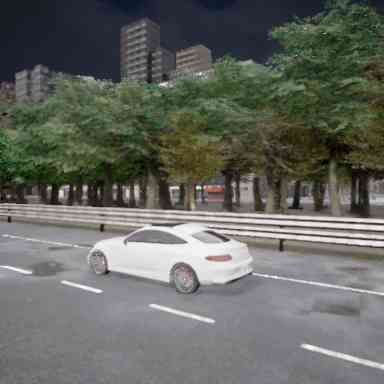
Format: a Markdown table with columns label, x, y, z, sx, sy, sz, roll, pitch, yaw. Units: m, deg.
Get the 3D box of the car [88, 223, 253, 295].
| label | x | y | z | sx | sy | sz | roll | pitch | yaw |
| --- | --- | --- | --- | --- | --- | --- | --- | --- | --- |
| car | -0.715 | 1.534 | 8.680 | 4.674 | 1.442 | 1.812 | 0 | 0 | 36 |
